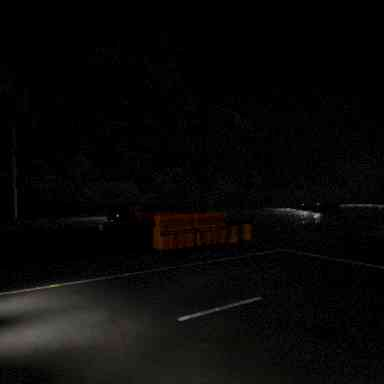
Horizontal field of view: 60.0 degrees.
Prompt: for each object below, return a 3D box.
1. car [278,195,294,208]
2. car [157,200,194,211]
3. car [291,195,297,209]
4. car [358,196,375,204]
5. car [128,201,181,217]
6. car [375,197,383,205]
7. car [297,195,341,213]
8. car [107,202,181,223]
[{"bbox_3d":[13.444,1.216,43.701,4.553,1.767,2.097,0,0,-36],"label":"car"},{"bbox_3d":[-2.177,1.437,28.243,5.008,1.535,1.882,0,0,-36],"label":"car"},{"bbox_3d":[14.545,1.395,40.186,4.674,1.442,1.812,0,0,-36],"label":"car"},{"bbox_3d":[29.575,1.378,55.178,4.718,1.301,1.895,0,0,-35],"label":"car"},{"bbox_3d":[-3.504,1.556,31.597,4.718,1.301,1.895,0,0,-36],"label":"car"},{"bbox_3d":[31.203,1.284,52.053,4.892,1.490,1.837,0,0,-35],"label":"car"},{"bbox_3d":[13.699,1.239,35.280,4.553,1.767,2.097,0,0,-36],"label":"car"},{"bbox_3d":[-3.425,1.578,23.050,4.718,1.301,1.895,0,0,-36],"label":"car"}]
